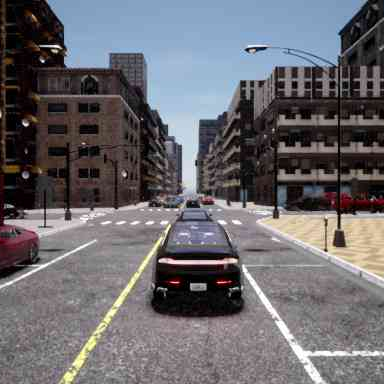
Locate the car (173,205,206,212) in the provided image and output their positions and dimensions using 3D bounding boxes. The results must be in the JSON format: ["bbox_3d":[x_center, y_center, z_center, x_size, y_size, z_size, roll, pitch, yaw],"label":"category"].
[{"bbox_3d":[0.121,1.564,17.020,1.994,1.385,4.181,0,0,0],"label":"car"}]

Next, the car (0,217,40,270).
[{"bbox_3d":[-5.730,1.582,9.199,1.802,1.307,4.206,0,0,0],"label":"car"}]

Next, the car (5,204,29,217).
[{"bbox_3d":[-18.130,1.806,31.496,4.902,1.511,2.128,-1,0,0],"label":"car"}]

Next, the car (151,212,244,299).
[{"bbox_3d":[0.113,1.491,8.405,2.128,1.511,4.902,0,0,0],"label":"car"}]

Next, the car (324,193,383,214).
[{"bbox_3d":[14.731,1.029,29.134,5.009,1.841,2.192,-1,1,0],"label":"car"}]

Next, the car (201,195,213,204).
[{"bbox_3d":[2.770,1.461,62.579,1.967,1.590,4.097,0,0,0],"label":"car"}]

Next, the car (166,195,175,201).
[{"bbox_3d":[-5.580,1.480,85.318,1.967,1.590,4.097,0,0,0],"label":"car"}]

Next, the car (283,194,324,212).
[{"bbox_3d":[11.879,1.281,34.822,4.674,1.442,1.812,-1,0,-3],"label":"car"}]

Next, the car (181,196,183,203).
[{"bbox_3d":[-3.005,1.619,58.103,1.895,1.301,4.718,0,0,0],"label":"car"}]

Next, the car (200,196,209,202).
[{"bbox_3d":[2.786,1.612,73.944,1.802,1.307,4.206,0,0,0],"label":"car"}]

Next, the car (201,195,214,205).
[{"bbox_3d":[2.763,1.458,56.897,1.967,1.590,4.097,0,0,0],"label":"car"}]

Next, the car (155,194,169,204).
[{"bbox_3d":[-5.610,1.336,62.588,2.192,1.841,5.009,0,0,0],"label":"car"}]

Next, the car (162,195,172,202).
[{"bbox_3d":[-5.595,1.470,73.953,1.967,1.590,4.097,0,0,0],"label":"car"}]

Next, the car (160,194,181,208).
[{"bbox_3d":[-3.003,1.365,48.170,2.097,1.767,4.553,0,0,0],"label":"car"}]

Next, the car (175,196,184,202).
[{"bbox_3d":[-2.898,1.571,79.039,2.033,1.411,5.357,0,0,0],"label":"car"}]

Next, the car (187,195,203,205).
[{"bbox_3d":[0.176,1.578,50.289,1.994,1.385,4.181,0,0,0],"label":"car"}]

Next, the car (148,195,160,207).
[{"bbox_3d":[-5.624,1.580,51.223,1.947,1.339,4.313,0,0,0],"label":"car"}]
